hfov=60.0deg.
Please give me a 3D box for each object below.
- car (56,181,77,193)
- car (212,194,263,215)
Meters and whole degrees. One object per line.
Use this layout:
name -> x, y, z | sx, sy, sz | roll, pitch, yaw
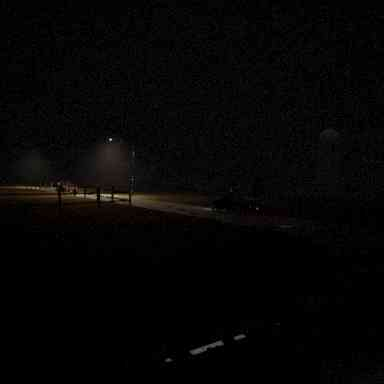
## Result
car -> -18.784, -0.829, 49.913 | 2.097, 1.767, 4.553 | 2, 1, -36
car -> 3.312, 0.867, 24.710 | 1.812, 1.442, 4.674 | 4, 0, -29
